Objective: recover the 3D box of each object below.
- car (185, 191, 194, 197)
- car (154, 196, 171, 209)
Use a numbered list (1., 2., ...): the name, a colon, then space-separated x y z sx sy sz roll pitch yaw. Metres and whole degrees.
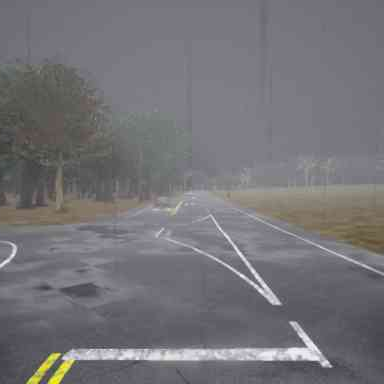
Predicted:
1. car: -0.557 0.547 89.885 1.812 1.442 4.674 0 1 6
2. car: -3.572 1.249 41.070 1.812 1.442 4.674 0 1 0
